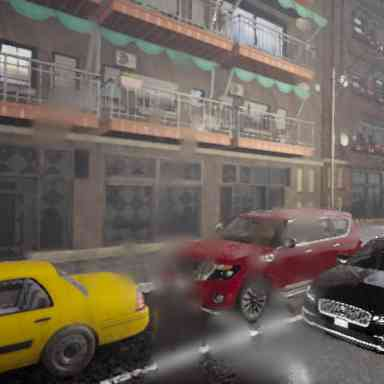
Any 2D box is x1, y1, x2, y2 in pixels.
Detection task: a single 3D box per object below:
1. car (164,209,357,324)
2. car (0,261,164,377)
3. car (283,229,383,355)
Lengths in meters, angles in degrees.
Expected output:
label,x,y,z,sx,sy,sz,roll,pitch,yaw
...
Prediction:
label,x,y,z,sx,sy,sz,roll,pitch,yaw
car,1.849,1.343,7.414,5.009,1.841,2.192,0,0,-35
car,-2.907,1.525,4.021,4.829,1.417,1.752,0,0,-35
car,3.999,1.537,5.924,4.892,1.490,1.837,0,0,-35
